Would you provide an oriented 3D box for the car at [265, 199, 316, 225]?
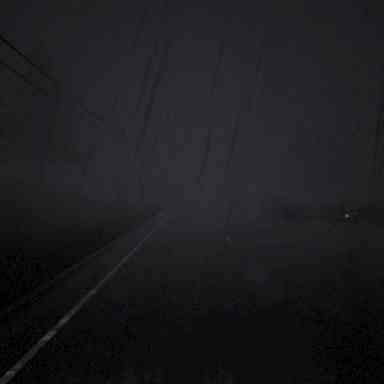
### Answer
[{"bbox_3d":[7.105,1.523,24.527,1.882,1.535,5.008,0,0,0],"label":"car"}]

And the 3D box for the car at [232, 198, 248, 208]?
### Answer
[{"bbox_3d":[7.109,1.617,49.003,1.812,1.442,4.674,0,0,0],"label":"car"}]

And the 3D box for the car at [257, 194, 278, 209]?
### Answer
[{"bbox_3d":[10.609,1.311,46.778,2.150,2.045,5.566,0,0,0],"label":"car"}]

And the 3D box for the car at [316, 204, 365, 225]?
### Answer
[{"bbox_3d":[10.605,1.610,24.773,1.994,1.385,4.181,0,0,0],"label":"car"}]

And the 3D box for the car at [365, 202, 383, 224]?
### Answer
[{"bbox_3d":[14.105,1.525,25.381,1.882,1.535,5.008,0,0,0],"label":"car"}]
